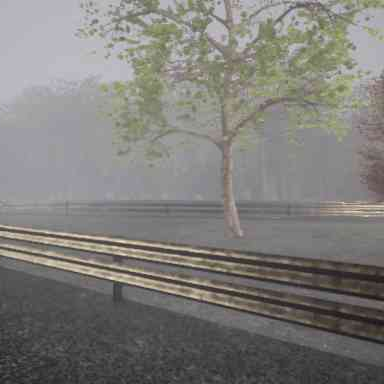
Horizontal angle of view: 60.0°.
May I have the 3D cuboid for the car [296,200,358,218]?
[{"bbox_3d":[12.343,1.542,30.714,5.366,1.575,1.801,0,0,13],"label":"car"}]
